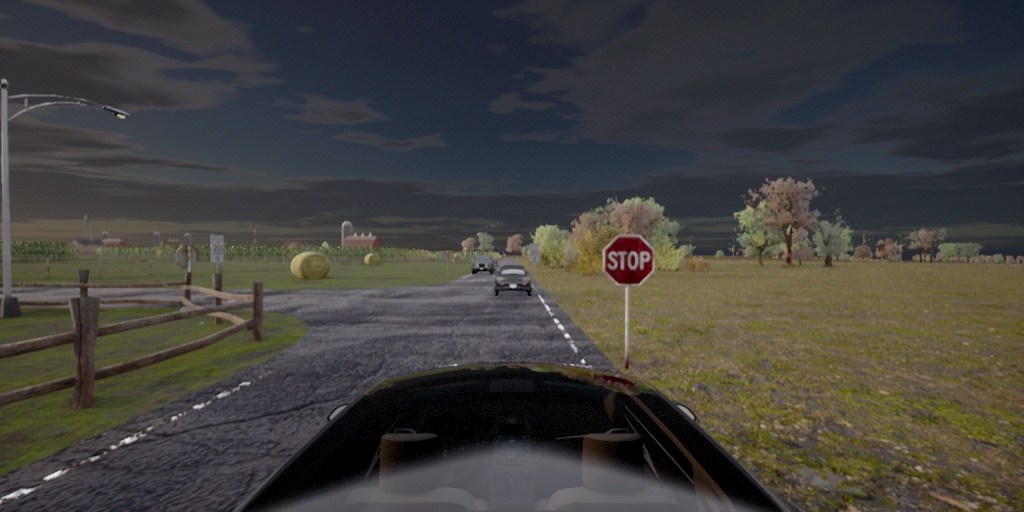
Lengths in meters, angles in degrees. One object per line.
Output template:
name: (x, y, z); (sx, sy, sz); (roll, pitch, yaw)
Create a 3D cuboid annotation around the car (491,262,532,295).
car: (0.051, 1.227, 19.086); (1.812, 1.442, 4.674); (0, 0, 0)

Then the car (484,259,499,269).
car: (-2.972, 1.199, 52.981); (1.994, 1.385, 4.181); (0, 0, 0)

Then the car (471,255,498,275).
car: (-2.944, 0.884, 37.472); (2.150, 2.045, 5.566); (0, 0, 0)
